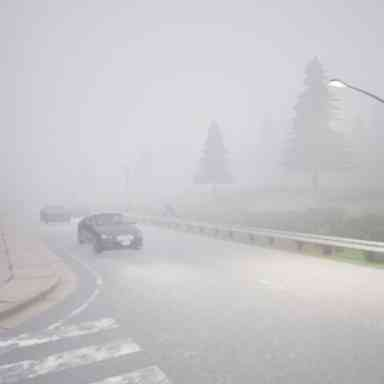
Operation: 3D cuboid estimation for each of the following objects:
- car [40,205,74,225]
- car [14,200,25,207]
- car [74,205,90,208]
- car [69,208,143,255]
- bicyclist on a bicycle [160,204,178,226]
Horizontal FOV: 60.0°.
[{"bbox_3d":[-11.734,1.862,28.391,1.882,1.535,5.008,0,-1,-30],"label":"car"},{"bbox_3d":[-37.679,2.383,72.520,1.882,1.535,5.008,0,-1,-30],"label":"car"},{"bbox_3d":[-12.094,2.069,36.105,1.895,1.301,4.718,0,-1,-30],"label":"car"},{"bbox_3d":[-3.698,1.676,14.542,2.128,1.511,4.902,0,-1,-30],"label":"car"},{"bbox_3d":[-1.685,1.697,25.020,1.656,1.620,0.582,-7,3,-30],"label":"bicyclist on a bicycle"}]
